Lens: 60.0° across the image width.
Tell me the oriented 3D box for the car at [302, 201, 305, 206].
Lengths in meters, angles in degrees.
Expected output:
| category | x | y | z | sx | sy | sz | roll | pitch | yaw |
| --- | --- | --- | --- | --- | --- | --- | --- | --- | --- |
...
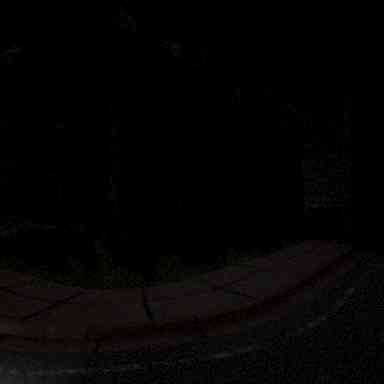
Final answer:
| category | x | y | z | sx | sy | sz | roll | pitch | yaw |
| --- | --- | --- | --- | --- | --- | --- | --- | --- | --- |
| car | 21.221 | 2.022 | 66.712 | 1.905 | 1.878 | 3.866 | 0 | 0 | 36 |
